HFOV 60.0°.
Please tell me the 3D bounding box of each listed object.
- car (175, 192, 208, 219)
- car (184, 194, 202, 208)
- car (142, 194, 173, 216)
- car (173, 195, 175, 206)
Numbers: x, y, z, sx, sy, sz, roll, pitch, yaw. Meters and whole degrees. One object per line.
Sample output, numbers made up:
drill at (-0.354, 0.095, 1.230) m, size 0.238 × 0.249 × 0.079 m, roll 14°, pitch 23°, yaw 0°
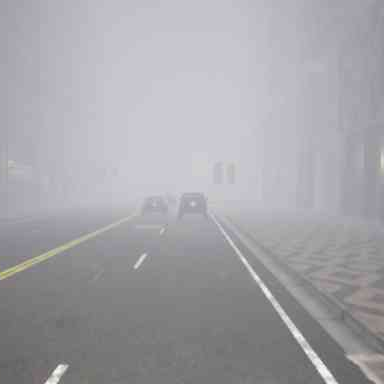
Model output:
car at (0.103, 0.979, 26.322) m, size 2.150 × 2.045 × 5.566 m, roll 0°, pitch 1°, yaw 1°
car at (0.142, 1.104, 41.664) m, size 2.128 × 1.511 × 4.902 m, roll 0°, pitch 1°, yaw 1°
car at (-3.085, 1.063, 29.318) m, size 2.097 × 1.767 × 4.553 m, roll 0°, pitch 0°, yaw 0°
car at (-3.049, 1.063, 45.688) m, size 1.837 × 1.490 × 4.892 m, roll 0°, pitch 1°, yaw 0°
